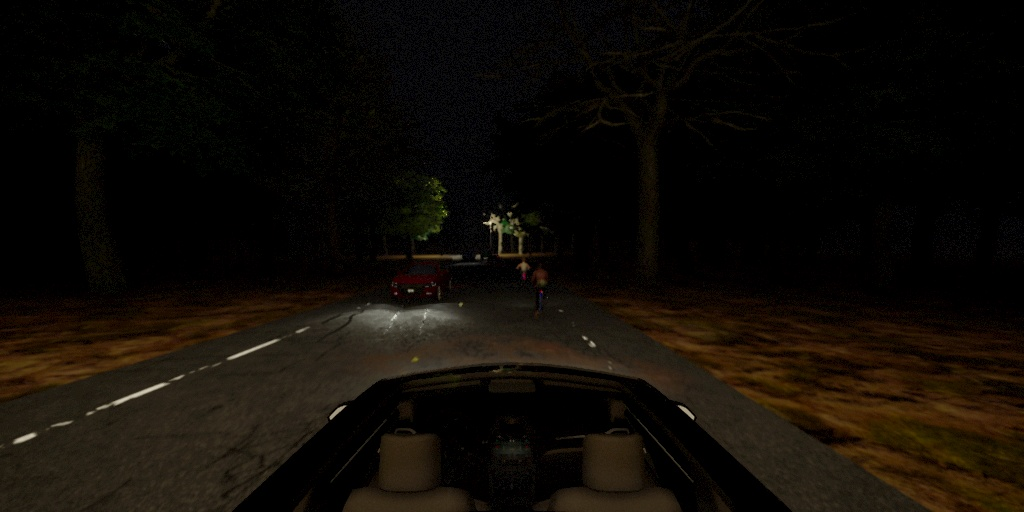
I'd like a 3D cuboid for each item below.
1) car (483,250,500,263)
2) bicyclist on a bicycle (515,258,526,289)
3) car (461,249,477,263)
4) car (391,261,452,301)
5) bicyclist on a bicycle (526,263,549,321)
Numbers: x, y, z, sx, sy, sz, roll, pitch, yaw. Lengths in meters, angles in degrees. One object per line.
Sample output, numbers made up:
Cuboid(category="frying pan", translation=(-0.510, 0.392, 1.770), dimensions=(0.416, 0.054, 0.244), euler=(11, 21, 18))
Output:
Cuboid(category="car", translation=(-2.901, 0.282, 54.862), dimensions=(2.128, 1.511, 4.902), euler=(0, 1, -6))
Cuboid(category="bicyclist on a bicycle", translation=(0.612, 0.885, 19.074), dimensions=(0.866, 1.612, 1.509), euler=(0, 3, -2))
Cuboid(category="car", translation=(-6.759, -0.008, 56.787), dimensions=(2.150, 2.045, 5.566), euler=(0, 1, -6))
Cuboid(category="car", translation=(-3.862, 0.994, 15.913), dimensions=(1.882, 1.535, 5.008), euler=(0, 1, -2))
Cuboid(category="bicyclist on a bicycle", translation=(0.853, 1.049, 10.646), dimensions=(0.582, 1.620, 1.656), euler=(0, 1, -1))
